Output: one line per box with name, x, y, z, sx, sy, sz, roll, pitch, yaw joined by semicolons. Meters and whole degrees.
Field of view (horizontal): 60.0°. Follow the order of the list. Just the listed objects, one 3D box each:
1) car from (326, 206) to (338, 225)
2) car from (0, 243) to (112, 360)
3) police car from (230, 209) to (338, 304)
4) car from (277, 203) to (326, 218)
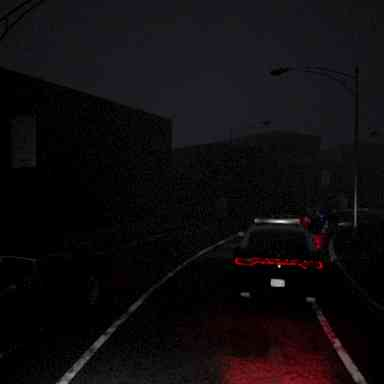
car;8.297;1.600;21.943;1.812;1.442;4.674;1;0;35
car;-3.034;1.600;5.285;1.895;1.301;4.718;0;0;9
police car;2.163;1.444;8.510;1.930;1.638;5.238;0;0;14
car;5.387;1.399;17.117;2.097;1.767;4.553;1;0;27
